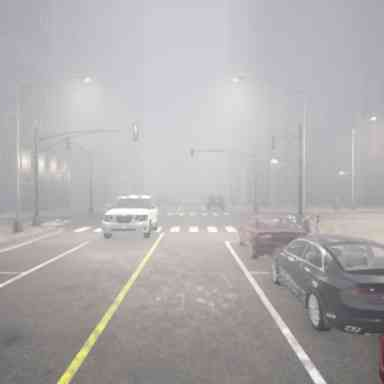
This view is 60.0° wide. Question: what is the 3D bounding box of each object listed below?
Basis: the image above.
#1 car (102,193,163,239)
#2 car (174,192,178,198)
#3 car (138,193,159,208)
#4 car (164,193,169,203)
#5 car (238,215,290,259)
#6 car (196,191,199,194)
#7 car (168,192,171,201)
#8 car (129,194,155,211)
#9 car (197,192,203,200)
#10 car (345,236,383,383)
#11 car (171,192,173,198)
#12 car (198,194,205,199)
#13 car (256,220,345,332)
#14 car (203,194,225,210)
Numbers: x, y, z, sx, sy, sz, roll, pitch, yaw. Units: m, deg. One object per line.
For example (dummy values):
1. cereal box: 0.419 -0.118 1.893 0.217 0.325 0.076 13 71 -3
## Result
1. car: -3.010 1.182 17.337 2.150 2.045 5.566 0 0 0
2. car: -5.822 0.968 89.942 2.192 1.841 5.009 0 0 0
3. car: -5.794 1.111 44.794 2.192 1.841 5.009 0 0 0
4. car: -5.803 1.300 61.725 1.947 1.339 4.313 0 0 0
5. car: 2.753 1.481 12.107 1.887 1.381 4.507 0 0 0
6. car: 2.705 1.212 89.943 1.947 1.339 4.313 0 0 0
7. car: -5.807 1.242 67.197 1.752 1.417 4.829 0 0 0
8. car: -5.790 1.135 39.151 2.192 1.841 5.009 0 0 0
9. car: 2.712 1.224 78.653 1.887 1.381 4.507 0 0 0
10. car: 2.761 1.307 1.055 2.192 1.841 5.009 0 0 0
11. car: -5.810 1.246 73.011 1.887 1.381 4.507 0 0 0
12. car: 2.702 1.179 95.587 2.008 1.369 4.403 0 0 0
13. car: 2.757 1.515 6.581 2.008 1.369 4.403 0 0 0
14. car: 2.735 1.128 39.146 2.192 1.841 5.009 0 0 0
